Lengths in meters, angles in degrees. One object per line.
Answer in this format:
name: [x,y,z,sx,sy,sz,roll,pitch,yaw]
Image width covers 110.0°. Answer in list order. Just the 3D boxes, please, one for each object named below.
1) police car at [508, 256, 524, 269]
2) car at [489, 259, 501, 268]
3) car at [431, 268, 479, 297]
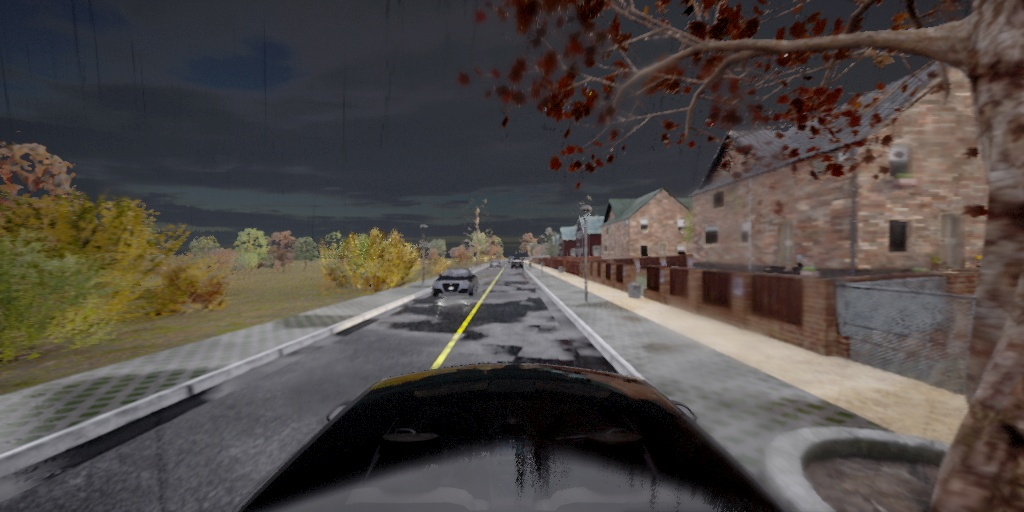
police car: [0.803,1.203,55.594,1.930,1.638,5.238,0,0,0]
car: [-2.805,1.276,61.016,2.128,1.511,4.902,0,0,1]
car: [-2.856,1.316,18.765,1.994,1.385,4.181,0,0,0]
